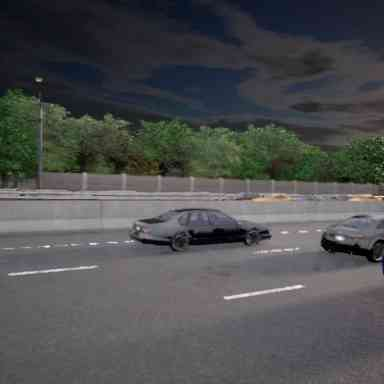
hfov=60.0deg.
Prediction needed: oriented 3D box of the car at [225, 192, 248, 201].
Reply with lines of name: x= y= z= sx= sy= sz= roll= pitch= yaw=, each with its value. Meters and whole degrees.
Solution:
car: x=6.161 y=0.730 z=39.118 sx=4.553 sy=1.767 sz=2.097 roll=1 pitch=1 yaw=-27

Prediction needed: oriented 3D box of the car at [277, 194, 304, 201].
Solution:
car: x=11.756 y=1.156 z=34.140 sx=5.357 sy=1.411 sz=2.033 roll=1 pitch=1 yaw=-27

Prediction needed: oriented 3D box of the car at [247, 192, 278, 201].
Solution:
car: x=8.985 y=0.971 z=36.646 sx=5.008 sy=1.535 sz=1.882 roll=1 pitch=1 yaw=-27

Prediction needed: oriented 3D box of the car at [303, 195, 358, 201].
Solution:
car: x=12.852 y=1.264 z=30.773 sx=4.181 sy=1.385 sz=1.994 roll=1 pitch=1 yaw=-27

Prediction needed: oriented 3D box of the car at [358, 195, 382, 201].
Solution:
car: x=22.813 y=1.162 z=43.828 sx=5.008 sy=1.535 sz=1.882 roll=0 pitch=1 yaw=-27

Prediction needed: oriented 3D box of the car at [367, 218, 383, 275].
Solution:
car: x=6.642 y=1.476 z=7.747 sx=5.008 sy=1.535 sz=1.882 roll=1 pitch=1 yaw=-27

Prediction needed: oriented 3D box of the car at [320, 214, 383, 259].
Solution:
car: x=6.533 y=1.484 z=11.635 sx=4.181 sy=1.385 sz=1.994 roll=1 pitch=1 yaw=-27

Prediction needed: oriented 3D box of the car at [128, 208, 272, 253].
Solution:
car: x=0.395 y=1.306 z=12.393 sx=5.357 sy=1.411 sz=2.033 roll=1 pitch=1 yaw=-27

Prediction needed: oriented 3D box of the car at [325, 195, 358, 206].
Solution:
car: x=21.098 y=1.148 z=46.876 sx=4.181 sy=1.385 sz=1.994 roll=1 pitch=1 yaw=-27
